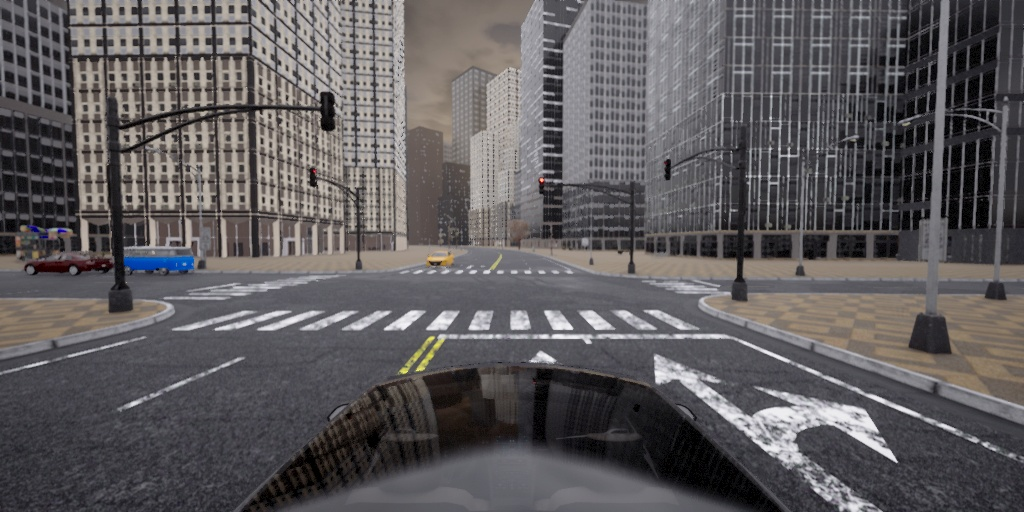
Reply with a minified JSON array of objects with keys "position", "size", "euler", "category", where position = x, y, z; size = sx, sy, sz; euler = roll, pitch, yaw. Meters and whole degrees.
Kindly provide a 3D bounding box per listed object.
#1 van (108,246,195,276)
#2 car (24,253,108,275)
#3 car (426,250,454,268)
[{"position":[-22.712,0.289,22.896],"size":[3.998,1.789,1.690],"euler":[0,0,1],"category":"van"},{"position":[-28.250,0.466,22.928],"size":[4.507,1.381,1.888],"euler":[0,0,1],"category":"car"},{"position":[-6.582,0.262,33.230],"size":[1.882,1.535,5.008],"euler":[0,3,0],"category":"car"}]
